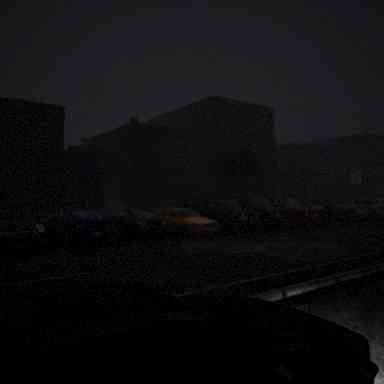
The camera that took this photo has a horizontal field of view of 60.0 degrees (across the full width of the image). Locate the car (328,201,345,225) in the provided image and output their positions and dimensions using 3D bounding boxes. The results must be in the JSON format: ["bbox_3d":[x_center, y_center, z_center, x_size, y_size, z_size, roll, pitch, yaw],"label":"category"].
[{"bbox_3d":[8.265,1.617,24.805,2.097,1.535,5.008,1,-1,-36],"label":"car"}]

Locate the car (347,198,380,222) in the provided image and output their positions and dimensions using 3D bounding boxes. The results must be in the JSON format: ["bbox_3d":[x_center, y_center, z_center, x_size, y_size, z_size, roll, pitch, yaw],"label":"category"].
[{"bbox_3d":[12.724,1.587,28.044,2.185,1.767,4.553,1,-1,-36],"label":"car"}]

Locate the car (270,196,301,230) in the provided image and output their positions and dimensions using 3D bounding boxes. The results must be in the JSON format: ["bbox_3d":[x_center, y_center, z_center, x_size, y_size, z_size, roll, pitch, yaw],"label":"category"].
[{"bbox_3d":[3.802,1.297,21.580,2.435,2.045,5.566,1,0,-36],"label":"car"}]

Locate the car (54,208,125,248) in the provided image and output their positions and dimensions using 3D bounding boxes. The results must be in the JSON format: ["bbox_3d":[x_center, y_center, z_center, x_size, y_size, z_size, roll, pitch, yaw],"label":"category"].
[{"bbox_3d":[-5.173,1.489,15.179,2.097,1.535,5.008,0,0,-36],"label":"car"}]

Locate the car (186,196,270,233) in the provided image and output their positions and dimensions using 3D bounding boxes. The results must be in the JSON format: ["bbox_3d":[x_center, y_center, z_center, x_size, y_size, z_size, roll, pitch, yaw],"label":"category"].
[{"bbox_3d":[1.560,1.275,19.974,2.435,2.045,5.566,1,0,-36],"label":"car"}]

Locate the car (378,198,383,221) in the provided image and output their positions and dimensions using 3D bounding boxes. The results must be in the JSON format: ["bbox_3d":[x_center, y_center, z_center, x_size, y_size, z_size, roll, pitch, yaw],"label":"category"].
[{"bbox_3d":[14.967,1.515,29.647,2.435,2.045,5.566,1,-1,-36],"label":"car"}]

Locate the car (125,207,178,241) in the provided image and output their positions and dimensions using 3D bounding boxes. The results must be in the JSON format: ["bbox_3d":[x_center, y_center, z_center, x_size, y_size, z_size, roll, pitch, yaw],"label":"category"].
[{"bbox_3d":[-2.936,1.537,16.785,2.002,1.452,4.674,0,0,-36],"label":"car"}]

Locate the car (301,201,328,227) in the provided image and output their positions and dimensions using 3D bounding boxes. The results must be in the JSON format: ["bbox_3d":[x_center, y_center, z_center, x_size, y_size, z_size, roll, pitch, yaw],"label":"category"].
[{"bbox_3d":[6.040,1.331,23.183,2.435,2.045,5.566,1,-1,-36],"label":"car"}]

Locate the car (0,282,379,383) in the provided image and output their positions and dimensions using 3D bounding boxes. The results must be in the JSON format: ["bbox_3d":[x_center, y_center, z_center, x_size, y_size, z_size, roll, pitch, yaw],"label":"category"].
[{"bbox_3d":[-0.676,1.548,2.652,5.357,1.411,2.033,0,0,-35],"label":"car"}]

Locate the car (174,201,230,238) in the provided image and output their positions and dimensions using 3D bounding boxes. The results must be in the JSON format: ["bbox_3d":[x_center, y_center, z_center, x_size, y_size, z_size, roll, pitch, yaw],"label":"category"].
[{"bbox_3d":[-0.587,1.504,18.242,1.946,1.575,5.366,0,0,-36],"label":"car"}]

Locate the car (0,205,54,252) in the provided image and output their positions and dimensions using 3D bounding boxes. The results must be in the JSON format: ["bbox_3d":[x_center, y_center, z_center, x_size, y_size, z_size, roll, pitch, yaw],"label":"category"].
[{"bbox_3d":[-7.436,1.360,13.602,2.185,1.767,4.553,0,0,-36],"label":"car"}]

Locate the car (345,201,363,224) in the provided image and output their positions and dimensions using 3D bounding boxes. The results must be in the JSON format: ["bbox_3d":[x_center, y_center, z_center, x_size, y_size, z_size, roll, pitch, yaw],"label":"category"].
[{"bbox_3d":[10.481,1.694,26.435,2.163,1.488,4.792,1,-1,-36],"label":"car"}]
